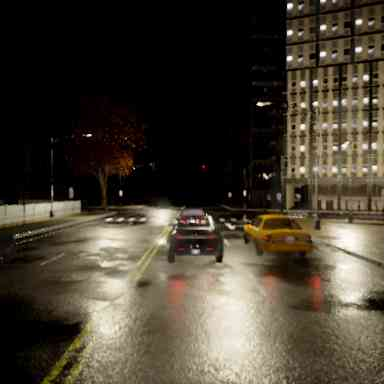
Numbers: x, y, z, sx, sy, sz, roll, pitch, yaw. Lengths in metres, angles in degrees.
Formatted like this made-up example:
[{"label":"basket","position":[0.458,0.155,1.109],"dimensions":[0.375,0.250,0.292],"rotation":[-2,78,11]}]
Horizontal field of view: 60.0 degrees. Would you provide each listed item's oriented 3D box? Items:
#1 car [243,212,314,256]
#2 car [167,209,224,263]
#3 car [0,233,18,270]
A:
[{"label":"car","position":[3.270,1.579,13.631],"dimensions":[1.801,1.575,5.366],"rotation":[0,-1,0]},{"label":"car","position":[0.096,1.602,12.412],"dimensions":[2.128,1.511,4.902],"rotation":[0,-1,0]},{"label":"car","position":[-6.568,1.622,8.439],"dimensions":[2.033,1.411,5.357],"rotation":[0,-1,0]}]
